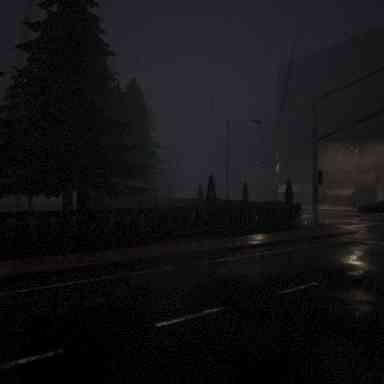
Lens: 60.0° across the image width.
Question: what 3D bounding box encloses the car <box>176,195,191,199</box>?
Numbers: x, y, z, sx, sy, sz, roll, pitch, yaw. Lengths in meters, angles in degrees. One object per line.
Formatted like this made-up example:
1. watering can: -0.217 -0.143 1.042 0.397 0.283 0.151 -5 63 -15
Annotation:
1. car: -1.786 1.470 48.796 1.812 1.442 4.674 0 0 -10

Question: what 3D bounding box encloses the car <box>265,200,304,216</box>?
1. car: 7.286 1.422 28.808 1.882 1.535 5.008 0 0 -33

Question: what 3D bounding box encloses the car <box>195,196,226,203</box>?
1. car: 2.495 1.470 36.817 1.812 1.442 4.674 0 0 -28

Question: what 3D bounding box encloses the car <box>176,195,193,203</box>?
1. car: -1.438 1.445 67.773 2.128 1.511 4.902 0 0 14

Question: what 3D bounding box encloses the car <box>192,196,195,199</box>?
1. car: 1.014 1.422 54.209 1.882 1.535 5.008 0 0 -3

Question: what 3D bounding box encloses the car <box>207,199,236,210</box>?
1. car: 3.669 1.545 42.247 1.895 1.301 4.718 0 0 -20

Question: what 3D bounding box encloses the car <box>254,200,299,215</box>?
1. car: 8.454 1.509 33.455 1.994 1.385 4.181 0 0 -32

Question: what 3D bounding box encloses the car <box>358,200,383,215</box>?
1. car: 18.190 1.469 31.365 1.812 1.442 4.674 -1 1 -40
